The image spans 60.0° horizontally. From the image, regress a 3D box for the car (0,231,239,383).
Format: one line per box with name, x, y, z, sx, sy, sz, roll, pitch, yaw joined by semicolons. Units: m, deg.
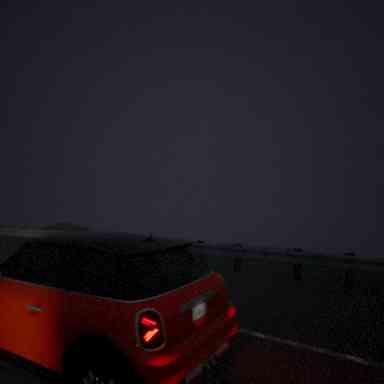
car;-1.707;1.379;4.894;4.553;1.767;2.097;-1;0;32
